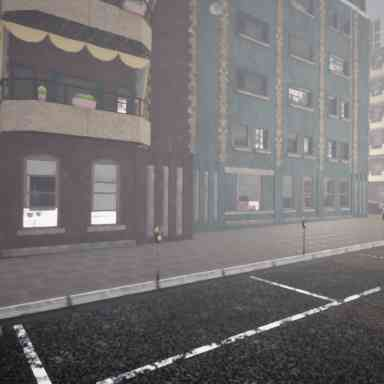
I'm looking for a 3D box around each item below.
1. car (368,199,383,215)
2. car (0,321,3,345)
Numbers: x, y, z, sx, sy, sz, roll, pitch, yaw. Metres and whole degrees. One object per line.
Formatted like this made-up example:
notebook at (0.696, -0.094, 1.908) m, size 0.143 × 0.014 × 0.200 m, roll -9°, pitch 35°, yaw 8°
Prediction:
car at (16.127, 1.238, 32.629) m, size 2.192 × 1.841 × 5.009 m, roll 1°, pitch 0°, yaw -36°
car at (-4.210, 1.566, 3.086) m, size 4.313 × 1.339 × 1.947 m, roll 0°, pitch 1°, yaw -35°
